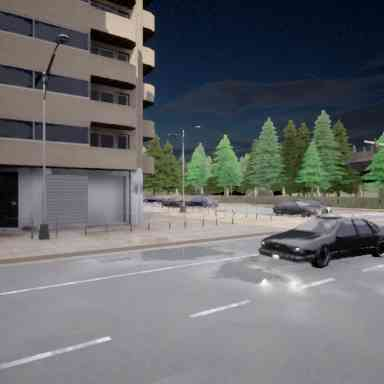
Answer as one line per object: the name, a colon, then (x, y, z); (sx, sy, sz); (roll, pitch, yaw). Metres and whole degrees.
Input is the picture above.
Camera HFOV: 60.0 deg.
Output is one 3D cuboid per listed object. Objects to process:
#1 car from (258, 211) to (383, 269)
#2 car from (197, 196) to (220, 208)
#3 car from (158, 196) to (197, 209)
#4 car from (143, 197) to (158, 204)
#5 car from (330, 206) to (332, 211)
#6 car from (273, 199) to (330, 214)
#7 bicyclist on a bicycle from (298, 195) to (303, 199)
car: (4.811, 1.547, 11.296); (5.357, 1.411, 2.033); (0, 0, -30)
car: (1.818, 1.294, 46.043); (2.097, 1.767, 4.553); (0, 0, -37)
car: (-2.091, 1.490, 45.799); (2.033, 1.411, 5.357); (0, 0, -36)
car: (-7.160, 1.544, 64.420); (4.718, 1.301, 1.895); (0, 0, 31)
car: (11.254, 1.435, 32.654); (2.128, 1.511, 4.902); (0, 0, -35)
car: (9.247, 1.468, 29.236); (1.812, 1.442, 4.674); (0, 0, -33)
bicyclist on a bicycle: (15.132, 1.243, 46.411); (1.656, 1.620, 0.582); (0, 0, -35)
